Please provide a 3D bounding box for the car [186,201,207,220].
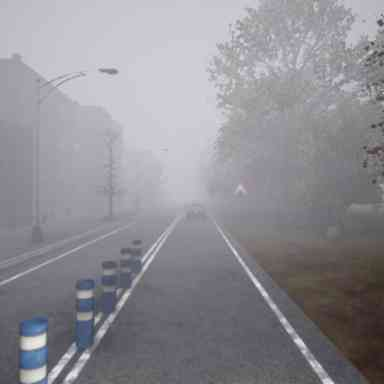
[{"bbox_3d":[0.400,1.810,31.223,2.033,1.411,5.357,0,0,1],"label":"car"}]
